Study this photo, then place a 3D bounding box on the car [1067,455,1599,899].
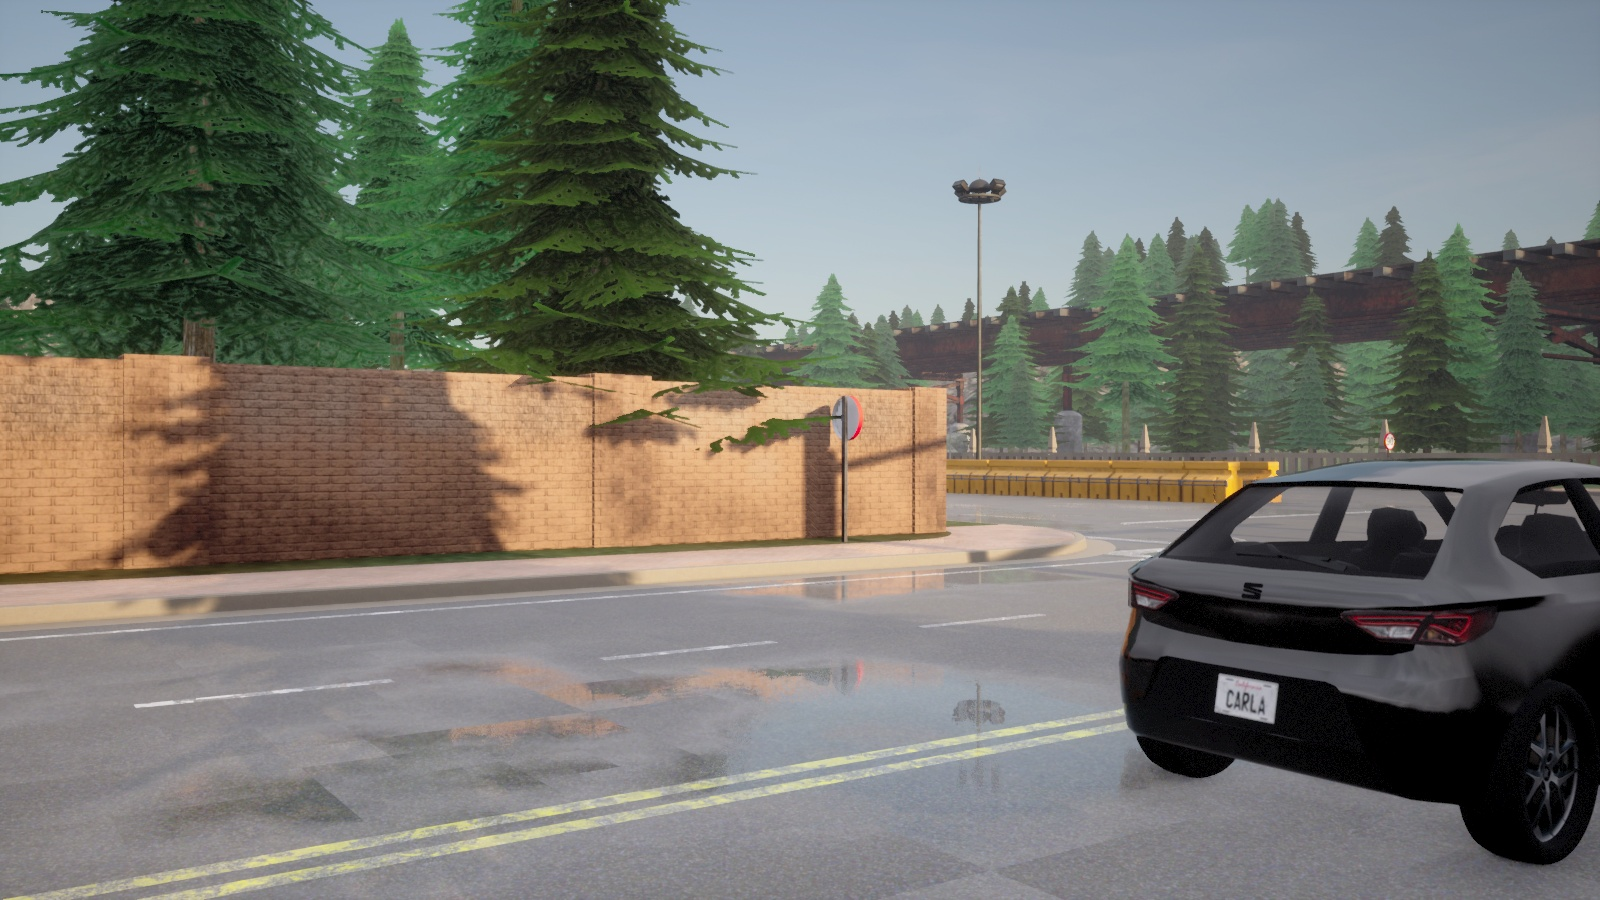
[{"bbox_3d":[3.426,0.766,6.046,4.193,1.474,1.816,0,0,-35],"label":"car"}]
